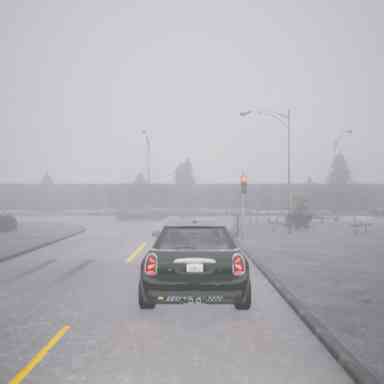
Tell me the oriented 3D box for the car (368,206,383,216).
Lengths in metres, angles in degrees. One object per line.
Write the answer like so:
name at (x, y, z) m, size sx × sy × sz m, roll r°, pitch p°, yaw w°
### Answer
car at (19.301, 1.604, 30.610) m, size 5.357 × 1.411 × 2.033 m, roll 0°, pitch 0°, yaw 0°

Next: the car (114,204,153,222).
car at (-4.000, 1.613, 26.440) m, size 4.181 × 1.385 × 1.994 m, roll 0°, pitch 0°, yaw 0°

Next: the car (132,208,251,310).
car at (0.071, 1.367, 8.022) m, size 2.097 × 1.767 × 4.553 m, roll 0°, pitch 0°, yaw 1°
